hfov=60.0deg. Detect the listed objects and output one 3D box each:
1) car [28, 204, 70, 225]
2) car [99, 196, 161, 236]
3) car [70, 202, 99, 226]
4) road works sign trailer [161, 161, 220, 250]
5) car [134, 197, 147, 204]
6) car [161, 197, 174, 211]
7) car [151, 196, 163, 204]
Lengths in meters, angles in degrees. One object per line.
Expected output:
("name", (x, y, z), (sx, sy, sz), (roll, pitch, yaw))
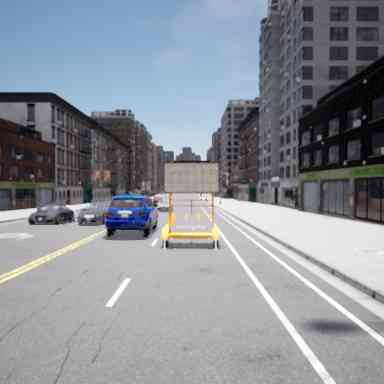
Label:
("car", (-9.920, 1.573, 23.754), (1.994, 1.385, 4.181), (0, 0, 0))
("car", (-3.204, 1.226, 18.476), (2.150, 2.045, 5.566), (0, 0, 0))
("car", (-6.670, 1.501, 23.865), (2.128, 1.511, 4.902), (0, 0, 0))
("road works sign trailer", (-0.014, 0.465, 14.289), (2.380, 3.560, 2.880), (0, 0, 2))
("car", (-9.985, 1.706, 64.905), (1.895, 1.301, 4.718), (0, 0, 0))
("car", (-3.281, 1.638, 40.788), (1.895, 1.301, 4.718), (0, 0, 0))
("car", (-6.746, 1.583, 64.934), (1.882, 1.535, 5.008), (0, 0, 0))
